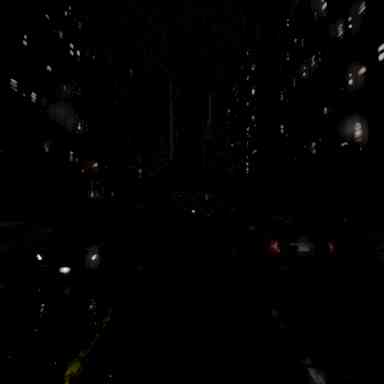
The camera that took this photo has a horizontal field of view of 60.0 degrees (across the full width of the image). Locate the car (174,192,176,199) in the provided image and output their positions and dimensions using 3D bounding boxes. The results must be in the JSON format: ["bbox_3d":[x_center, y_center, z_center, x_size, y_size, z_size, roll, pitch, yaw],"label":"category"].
[{"bbox_3d":[-5.545,1.114,81.841,1.752,1.417,4.829,1,0,0],"label":"car"}]

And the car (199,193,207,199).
[{"bbox_3d":[2.845,1.110,87.590,2.008,1.369,4.403,1,0,0],"label":"car"}]

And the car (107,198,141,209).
[{"bbox_3d":[-5.635,1.419,26.605,1.887,1.381,4.507,1,0,0],"label":"car"}]

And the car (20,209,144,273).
[{"bbox_3d":[-3.079,1.498,10.737,2.033,1.411,5.357,0,0,0],"label":"car"}]

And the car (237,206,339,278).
[{"bbox_3d":[2.721,1.395,10.022,1.967,1.590,4.097,1,0,0],"label":"car"}]

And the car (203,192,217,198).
[{"bbox_3d":[2.775,1.232,43.265,1.967,1.590,4.097,1,0,0],"label":"car"}]

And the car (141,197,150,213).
[{"bbox_3d":[-5.624,1.286,32.146,1.967,1.590,4.097,1,0,0],"label":"car"}]

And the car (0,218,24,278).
[{"bbox_3d":[-5.662,1.479,9.814,1.752,1.417,4.829,1,0,0],"label":"car"}]

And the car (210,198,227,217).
[{"bbox_3d":[2.745,1.441,26.644,1.947,1.339,4.313,1,0,0],"label":"car"}]

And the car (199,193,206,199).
[{"bbox_3d":[2.855,1.054,93.300,1.752,1.417,4.829,1,0,0],"label":"car"}]

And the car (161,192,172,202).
[{"bbox_3d":[-5.572,1.227,65.389,2.008,1.369,4.403,1,0,0],"label":"car"}]

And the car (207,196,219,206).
[{"bbox_3d":[2.755,1.414,32.184,1.947,1.339,4.313,1,0,0],"label":"car"}]

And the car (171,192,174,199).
[{"bbox_3d":[-5.558,0.962,70.928,2.192,1.841,5.009,1,0,0],"label":"car"}]

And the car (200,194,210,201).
[{"bbox_3d":[2.818,1.193,70.969,1.887,1.381,4.507,1,0,0],"label":"car"}]

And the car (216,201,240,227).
[{"bbox_3d":[2.736,1.484,21.103,1.802,1.307,4.206,1,0,0],"label":"car"}]

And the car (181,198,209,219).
[{"bbox_3d":[0.117,1.436,27.362,1.994,1.385,4.181,0,0,0],"label":"car"}]

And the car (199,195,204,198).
[{"bbox_3d":[0.138,1.401,41.404,1.895,1.301,4.718,0,0,0],"label":"car"}]

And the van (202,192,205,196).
[{"bbox_3d":[2.786,1.104,48.805,1.690,1.788,3.998,1,0,0],"label":"van"}]

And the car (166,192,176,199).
[{"bbox_3d":[-5.531,0.873,87.550,2.192,1.841,5.009,1,0,0],"label":"car"}]

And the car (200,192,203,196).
[{"bbox_3d":[2.802,1.147,59.887,1.967,1.590,4.097,1,0,0],"label":"car"}]

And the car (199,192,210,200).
[{"bbox_3d":[2.831,0.934,76.508,2.192,1.841,5.009,1,0,0],"label":"car"}]

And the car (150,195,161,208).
[{"bbox_3d":[-5.608,1.335,43.227,1.887,1.381,4.507,1,0,0],"label":"car"}]
